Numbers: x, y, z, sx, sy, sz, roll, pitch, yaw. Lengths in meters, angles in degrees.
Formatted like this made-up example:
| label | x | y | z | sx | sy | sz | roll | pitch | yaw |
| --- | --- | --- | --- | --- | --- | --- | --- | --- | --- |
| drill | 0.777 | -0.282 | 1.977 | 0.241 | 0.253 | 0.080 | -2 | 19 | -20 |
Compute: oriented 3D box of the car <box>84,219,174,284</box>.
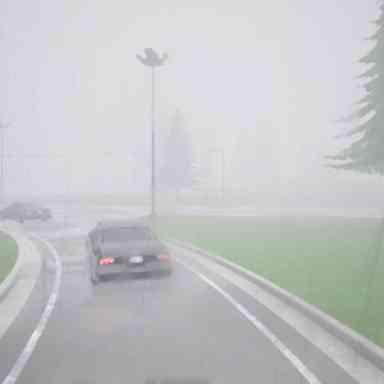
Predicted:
| label | x | y | z | sx | sy | sz | roll | pitch | yaw |
| --- | --- | --- | --- | --- | --- | --- | --- | --- | --- |
| car | -2.001 | 1.472 | 9.477 | 2.033 | 1.411 | 5.357 | 0 | 0 | -19 |

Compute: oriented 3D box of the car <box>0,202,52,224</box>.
| label | x | y | z | sx | sy | sz | roll | pitch | yaw |
| --- | --- | --- | --- | --- | --- | --- | --- | --- | --- |
| car | -11.872 | 1.381 | 23.449 | 5.357 | 1.411 | 2.033 | 0 | 1 | 41 |
